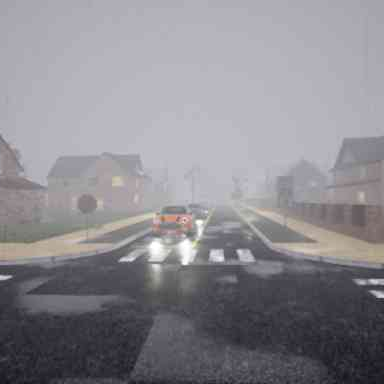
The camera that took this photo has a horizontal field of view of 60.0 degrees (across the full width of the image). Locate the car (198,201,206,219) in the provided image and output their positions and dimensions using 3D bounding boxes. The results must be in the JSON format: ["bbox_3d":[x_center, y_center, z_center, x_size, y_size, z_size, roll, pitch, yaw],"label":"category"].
[{"bbox_3d":[0.098,1.859,32.534,1.812,1.442,4.674,-1,-1,5],"label":"car"}]

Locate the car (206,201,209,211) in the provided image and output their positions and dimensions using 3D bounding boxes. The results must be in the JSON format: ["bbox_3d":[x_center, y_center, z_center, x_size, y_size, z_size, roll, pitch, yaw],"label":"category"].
[{"bbox_3d":[1.609,2.077,49.678,2.033,1.411,5.357,-1,-1,5],"label":"car"}]

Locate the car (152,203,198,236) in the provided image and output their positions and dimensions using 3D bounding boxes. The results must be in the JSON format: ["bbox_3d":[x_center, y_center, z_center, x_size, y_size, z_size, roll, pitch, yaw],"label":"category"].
[{"bbox_3d":[-0.993,1.557,19.845,2.097,1.767,4.553,-1,-1,5],"label":"car"}]
